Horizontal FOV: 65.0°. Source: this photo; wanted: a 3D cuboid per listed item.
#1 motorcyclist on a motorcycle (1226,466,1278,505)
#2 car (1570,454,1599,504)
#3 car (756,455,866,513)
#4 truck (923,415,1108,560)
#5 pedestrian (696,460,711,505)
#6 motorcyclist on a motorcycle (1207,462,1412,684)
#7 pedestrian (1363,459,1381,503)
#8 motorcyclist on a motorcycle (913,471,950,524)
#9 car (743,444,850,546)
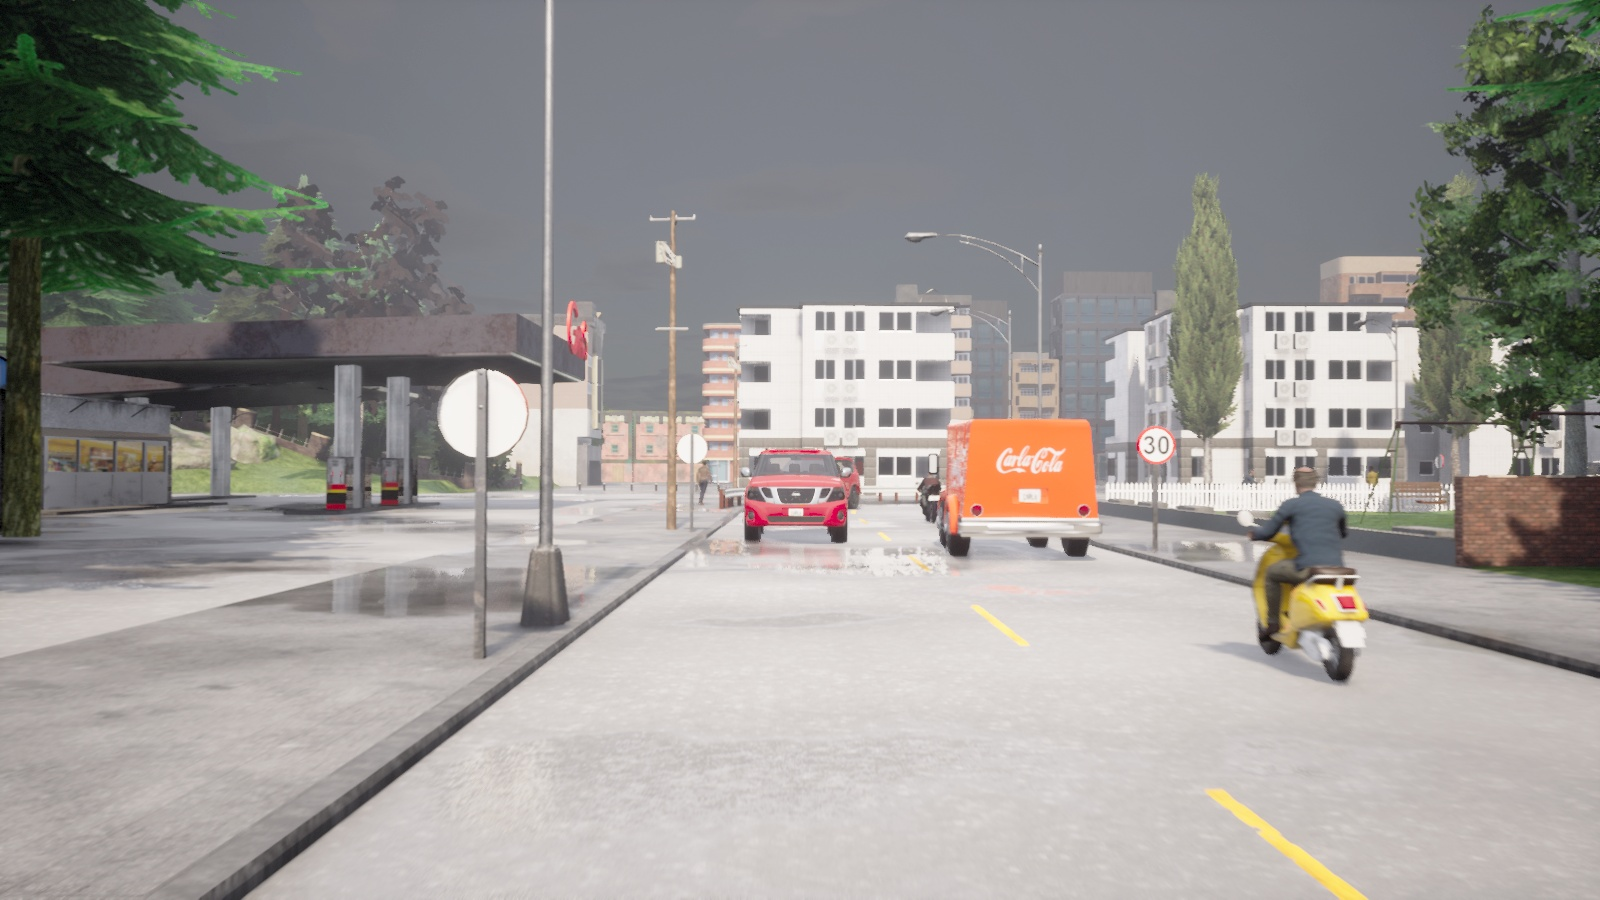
[{"bbox_3d":[18.638,1.472,51.795,1.817,1.590,0.866,0,-1,-1],"label":"motorcyclist on a motorcycle"},{"bbox_3d":[35.242,1.171,51.842,5.566,2.045,2.150,0,-1,0],"label":"car"},{"bbox_3d":[0.518,1.243,47.281,2.150,2.045,5.566,-1,-1,23],"label":"car"},{"bbox_3d":[3.925,0.673,24.019,2.627,2.467,5.204,0,-1,0],"label":"truck"},{"bbox_3d":[-3.851,1.296,50.364,0.328,1.805,0.869,0,-1,15],"label":"pedestrian"},{"bbox_3d":[3.970,0.899,9.967,0.866,1.590,1.817,0,-1,0],"label":"motorcyclist on a motorcycle"},{"bbox_3d":[24.367,1.316,53.522,0.431,1.840,0.709,0,-1,-1],"label":"pedestrian"},{"bbox_3d":[3.886,1.394,37.304,0.866,1.530,2.191,0,-1,0],"label":"motorcyclist on a motorcycle"},{"bbox_3d":[-0.087,0.958,28.109,2.150,2.045,5.566,0,-1,0],"label":"car"}]
